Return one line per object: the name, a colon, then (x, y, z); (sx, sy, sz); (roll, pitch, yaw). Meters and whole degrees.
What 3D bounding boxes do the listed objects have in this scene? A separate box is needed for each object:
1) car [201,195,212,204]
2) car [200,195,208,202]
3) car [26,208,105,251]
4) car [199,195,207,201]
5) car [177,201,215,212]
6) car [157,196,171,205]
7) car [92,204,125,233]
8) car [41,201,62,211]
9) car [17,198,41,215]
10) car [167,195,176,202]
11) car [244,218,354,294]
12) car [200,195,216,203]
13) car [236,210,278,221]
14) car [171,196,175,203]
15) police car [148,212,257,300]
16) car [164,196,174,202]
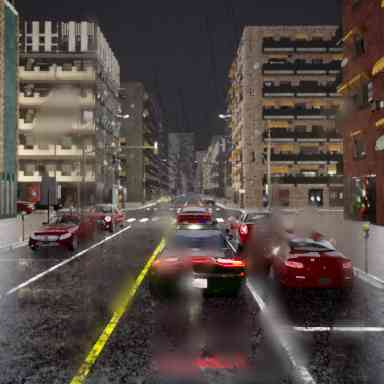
car: (2.797, 1.457, 63.542); (1.967, 1.590, 4.097); (1, 0, 0)
car: (2.856, 1.565, 80.555); (1.887, 1.381, 4.507); (1, 0, 0)
car: (-5.263, 1.587, 14.107); (1.802, 1.307, 4.206); (1, 0, 0)
car: (2.876, 1.572, 86.225); (2.008, 1.369, 4.403); (1, 0, 0)
car: (0.130, 1.484, 18.997); (1.882, 1.535, 5.008); (0, 0, 0)
car: (-5.105, 1.541, 57.698); (1.752, 1.417, 4.829); (1, 0, 0)
car: (-5.246, 1.447, 19.656); (1.967, 1.590, 4.097); (1, 0, 0)
car: (-17.488, 1.595, 39.086); (4.313, 1.339, 1.947); (0, -1, 0)
car: (-17.454, 1.245, 31.210); (5.009, 1.841, 2.192); (0, -1, 0)
car: (-5.025, 1.565, 80.552); (1.887, 1.381, 4.507); (1, 0, 0)
car: (2.603, 1.585, 8.552); (1.802, 1.307, 4.206); (1, 0, 0)
car: (2.756, 1.566, 52.200); (2.008, 1.369, 4.403); (1, 0, 0)
car: (2.624, 1.445, 14.101); (1.967, 1.590, 4.097); (1, 0, 0)
car: (-5.065, 1.544, 69.040); (1.752, 1.417, 4.829); (1, 0, 0)
police car: (0.127, 1.507, 8.536); (2.038, 1.542, 4.974); (0, 0, 0)
car: (-5.045, 1.585, 74.882); (1.947, 1.339, 4.313); (1, 0, 0)
